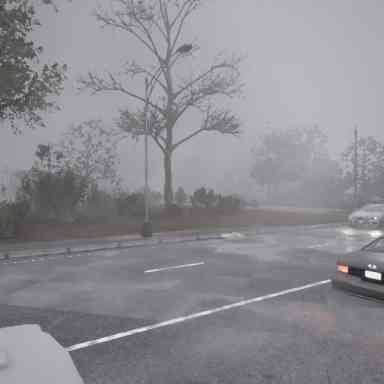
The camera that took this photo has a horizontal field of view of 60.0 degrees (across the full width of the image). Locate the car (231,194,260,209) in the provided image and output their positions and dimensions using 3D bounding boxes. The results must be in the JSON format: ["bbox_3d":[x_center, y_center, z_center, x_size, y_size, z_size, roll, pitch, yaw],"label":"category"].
[{"bbox_3d":[7.156,1.263,46.668,2.150,2.045,5.566,0,0,-27],"label":"car"}]

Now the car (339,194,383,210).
[{"bbox_3d":[17.924,1.223,34.173,2.150,2.045,5.566,0,0,-30],"label":"car"}]

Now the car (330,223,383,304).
[{"bbox_3d":[5.337,1.547,7.427,5.357,1.411,2.033,0,0,-34],"label":"car"}]

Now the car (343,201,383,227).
[{"bbox_3d":[11.900,1.525,21.595,4.674,1.442,1.812,0,0,-42],"label":"car"}]

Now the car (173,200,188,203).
[{"bbox_3d":[-2.149,1.780,67.142,2.033,1.411,5.357,0,-1,-22],"label":"car"}]

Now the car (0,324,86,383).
[{"bbox_3d":[-2.907,1.601,1.635,4.718,1.301,1.895,0,0,-36],"label":"car"}]
